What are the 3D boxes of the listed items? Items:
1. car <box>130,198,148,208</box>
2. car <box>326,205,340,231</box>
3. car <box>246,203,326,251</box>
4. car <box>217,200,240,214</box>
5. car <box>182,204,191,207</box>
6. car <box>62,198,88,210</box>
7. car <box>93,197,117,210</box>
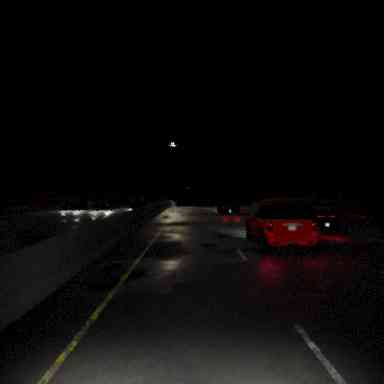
[{"bbox_3d":[-7.090,1.451,45.058,2.033,1.411,5.357,0,-1,0],"label":"car"},{"bbox_3d":[7.102,1.447,19.855,1.837,1.490,4.892,0,0,0],"label":"car"},{"bbox_3d":[3.601,1.311,14.056,2.097,1.767,4.553,0,0,0],"label":"car"},{"bbox_3d":[3.603,1.502,33.731,1.895,1.301,4.718,0,0,0],"label":"car"},{"bbox_3d":[-1.219,3.495,75.772,1.837,1.490,4.892,0,-6,0],"label":"car"},{"bbox_3d":[-14.087,1.406,40.268,1.812,1.442,4.674,0,0,0],"label":"car"},{"bbox_3d":[-10.586,1.356,40.725,1.882,1.535,5.008,0,0,0],"label":"car"}]
